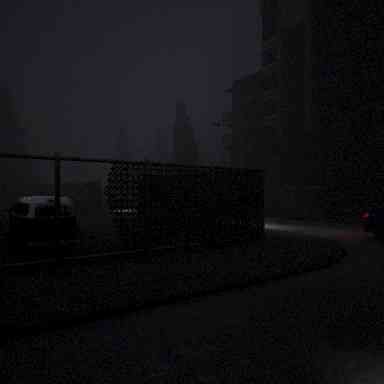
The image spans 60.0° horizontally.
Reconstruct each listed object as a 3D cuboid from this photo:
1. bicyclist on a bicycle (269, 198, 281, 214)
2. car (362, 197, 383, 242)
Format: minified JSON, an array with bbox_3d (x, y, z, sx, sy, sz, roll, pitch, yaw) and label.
[{"bbox_3d":[7.951,1.349,31.774,1.656,1.620,0.582,0,0,-36],"label":"bicyclist on a bicycle"},{"bbox_3d":[10.245,1.223,14.103,2.150,2.045,5.566,0,0,-36],"label":"car"}]
